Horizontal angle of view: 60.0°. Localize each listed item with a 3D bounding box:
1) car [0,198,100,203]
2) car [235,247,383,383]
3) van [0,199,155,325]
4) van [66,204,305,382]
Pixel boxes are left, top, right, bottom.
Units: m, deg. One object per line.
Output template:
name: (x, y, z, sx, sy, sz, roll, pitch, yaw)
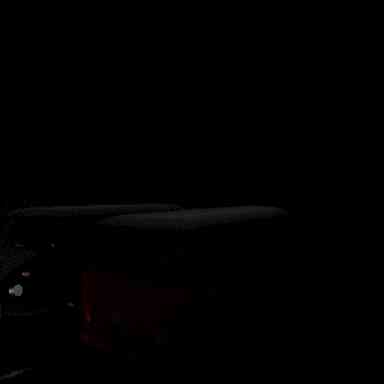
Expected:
car: (-4.144, 1.231, 8.681, 2.435, 2.045, 5.566, 0, 0, 35)
car: (2.641, 1.480, 3.884, 2.097, 1.535, 5.008, 0, 0, 36)
van: (-1.941, 1.256, 7.001, 1.878, 1.987, 4.442, 0, 0, 36)
van: (0.450, 1.255, 5.583, 1.878, 1.987, 4.442, 0, 0, 36)
